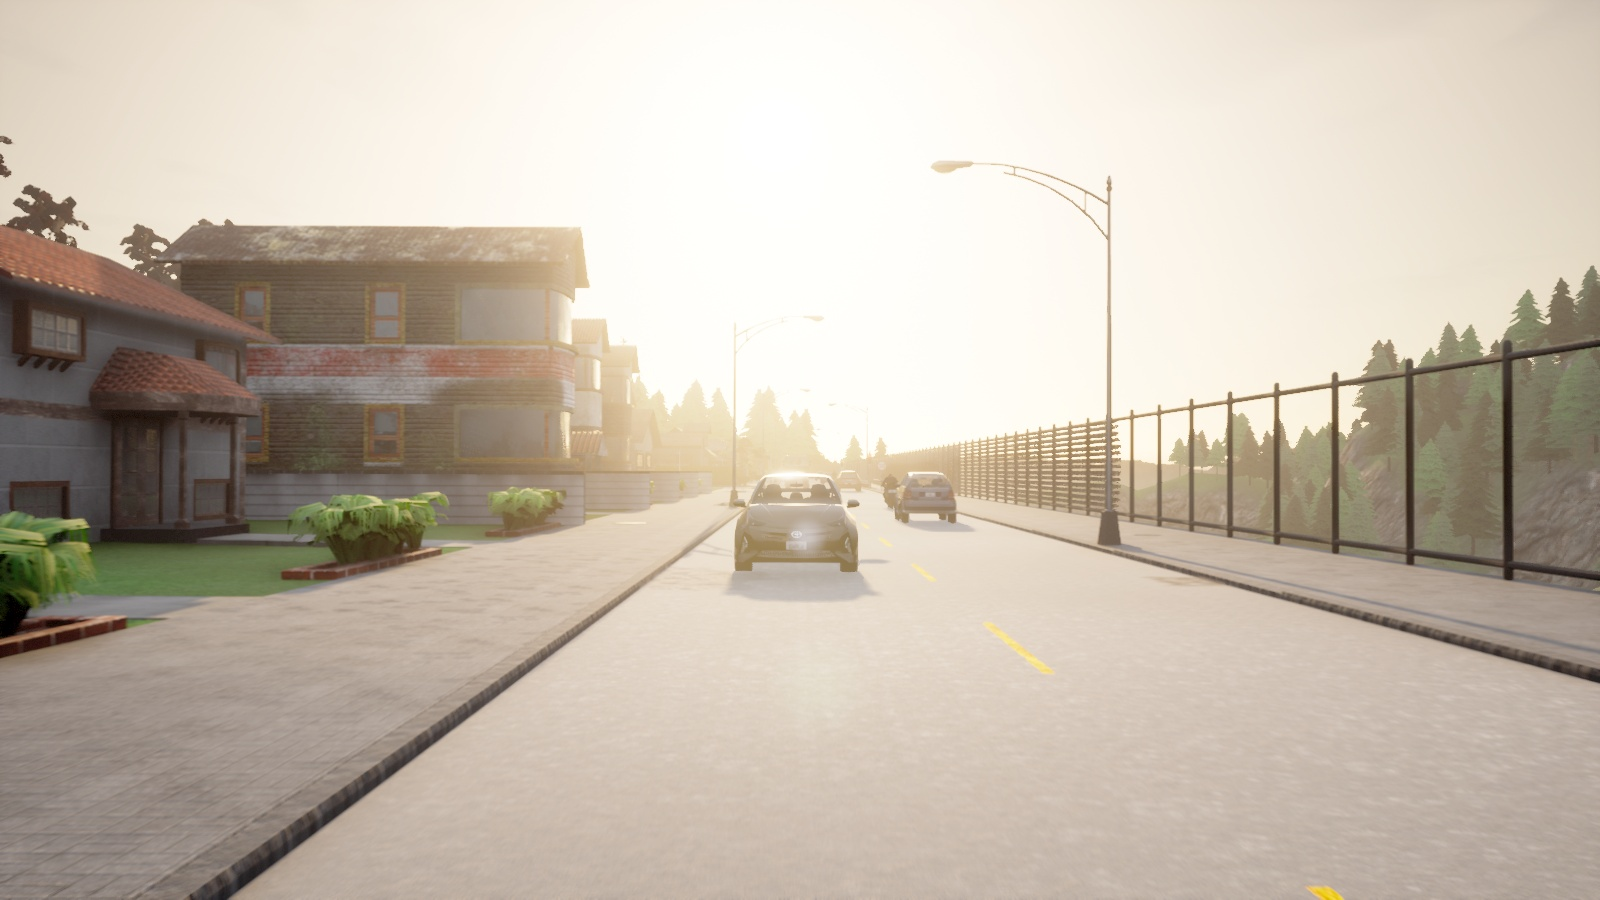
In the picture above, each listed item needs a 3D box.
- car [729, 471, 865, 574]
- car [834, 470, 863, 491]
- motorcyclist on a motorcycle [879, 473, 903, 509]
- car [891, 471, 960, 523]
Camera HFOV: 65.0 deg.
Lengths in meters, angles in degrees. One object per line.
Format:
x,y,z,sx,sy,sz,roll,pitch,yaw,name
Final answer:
-0.051,1.110,20.817,2.007,1.525,4.514,0,-1,0,car
3.762,2.371,98.034,2.033,1.649,4.856,0,-1,0,car
3.870,1.734,53.736,0.866,1.530,2.191,0,-1,0,motorcyclist on a motorcycle
3.904,1.441,39.598,1.789,1.549,3.705,0,-1,0,car
